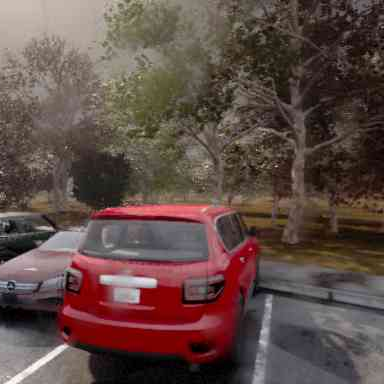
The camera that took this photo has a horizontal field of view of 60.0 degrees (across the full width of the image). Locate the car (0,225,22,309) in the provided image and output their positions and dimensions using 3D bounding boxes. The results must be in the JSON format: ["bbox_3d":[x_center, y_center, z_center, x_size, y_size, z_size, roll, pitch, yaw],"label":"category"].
[{"bbox_3d":[-2.439,1.519,7.805,2.002,1.452,4.674,1,-1,15],"label":"car"}]

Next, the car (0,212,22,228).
[{"bbox_3d":[-4.894,1.351,9.472,2.185,1.767,4.553,0,-1,15],"label":"car"}]

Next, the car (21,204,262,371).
[{"bbox_3d":[-0.005,1.231,6.129,2.435,2.045,5.566,0,-1,15],"label":"car"}]
